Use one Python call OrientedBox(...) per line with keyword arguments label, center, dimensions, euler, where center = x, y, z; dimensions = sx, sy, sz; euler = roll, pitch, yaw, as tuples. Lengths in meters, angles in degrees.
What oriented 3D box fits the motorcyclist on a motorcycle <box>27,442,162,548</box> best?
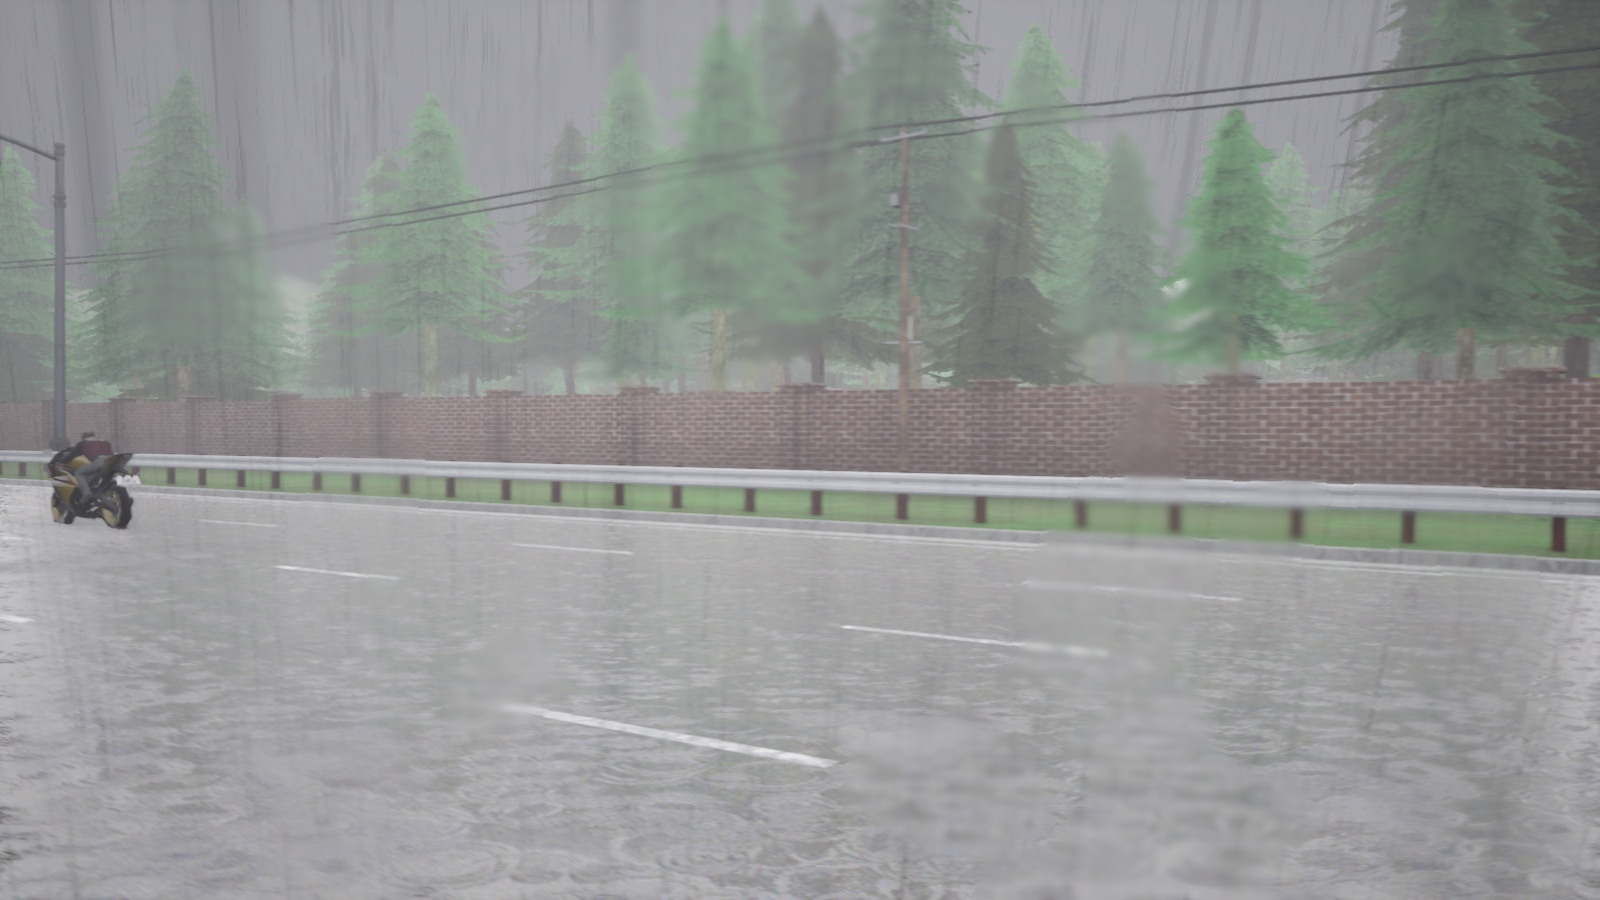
OrientedBox(label="motorcyclist on a motorcycle", center=(-10.819, 0.659, 19.238), dimensions=(2.191, 1.530, 0.866), euler=(0, 1, 33))
